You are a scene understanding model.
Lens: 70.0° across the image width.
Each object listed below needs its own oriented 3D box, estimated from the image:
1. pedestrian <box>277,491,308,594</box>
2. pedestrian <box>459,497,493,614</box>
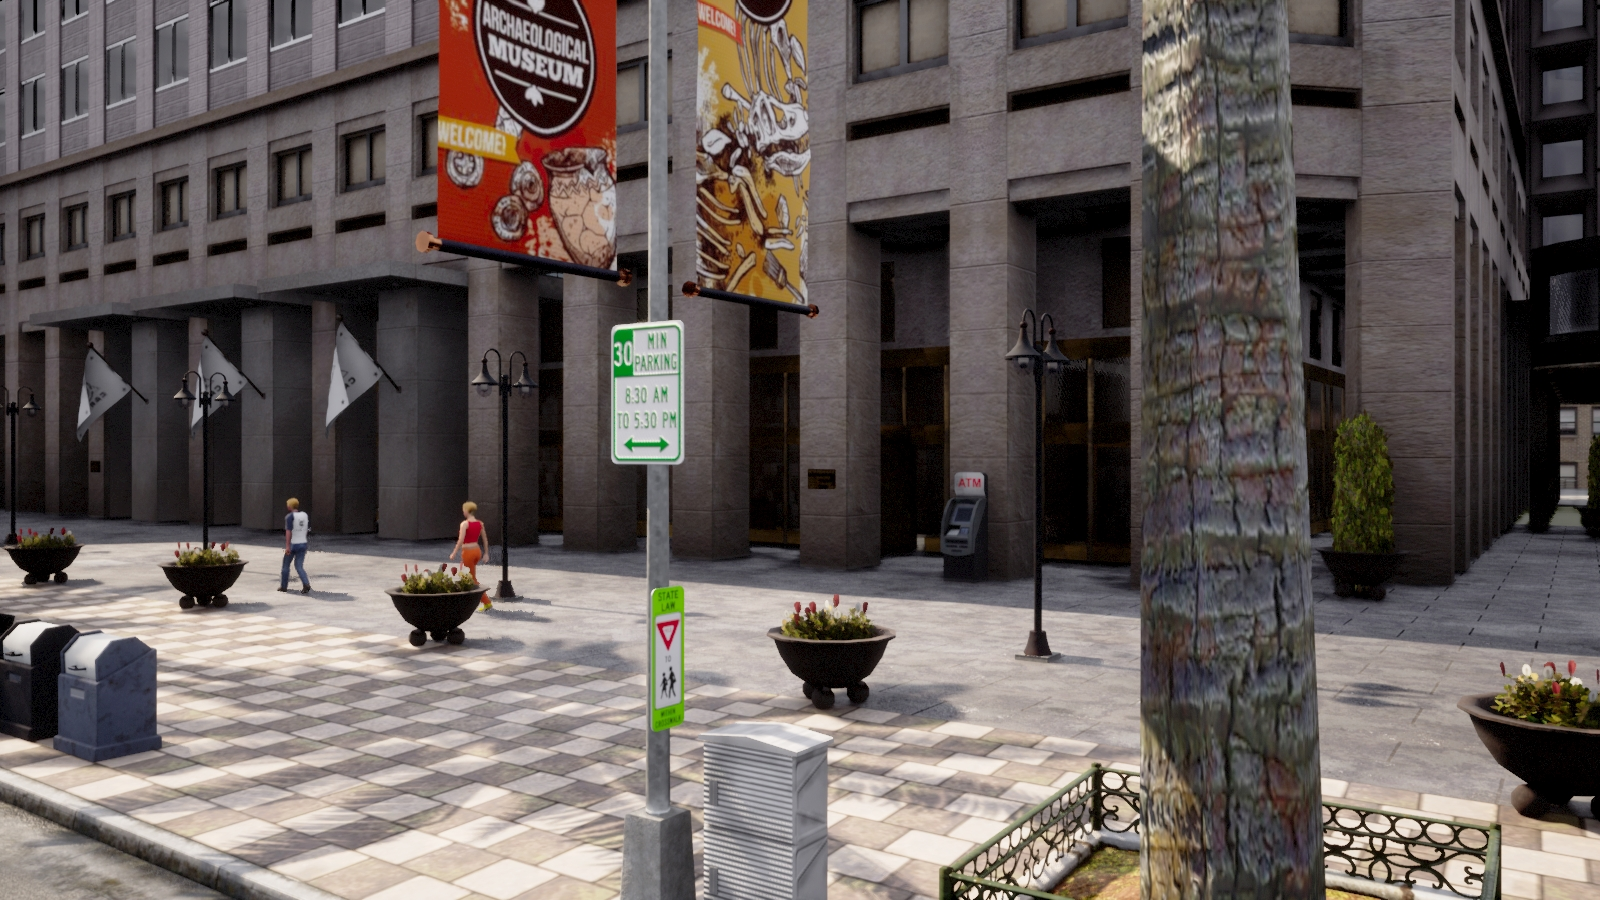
[{"bbox_3d":[-9.363,1.701,21.088,0.375,1.860,0.375,0,0,33],"label":"pedestrian"},{"bbox_3d":[-5.290,1.706,18.633,0.375,1.860,0.375,0,0,30],"label":"pedestrian"}]
